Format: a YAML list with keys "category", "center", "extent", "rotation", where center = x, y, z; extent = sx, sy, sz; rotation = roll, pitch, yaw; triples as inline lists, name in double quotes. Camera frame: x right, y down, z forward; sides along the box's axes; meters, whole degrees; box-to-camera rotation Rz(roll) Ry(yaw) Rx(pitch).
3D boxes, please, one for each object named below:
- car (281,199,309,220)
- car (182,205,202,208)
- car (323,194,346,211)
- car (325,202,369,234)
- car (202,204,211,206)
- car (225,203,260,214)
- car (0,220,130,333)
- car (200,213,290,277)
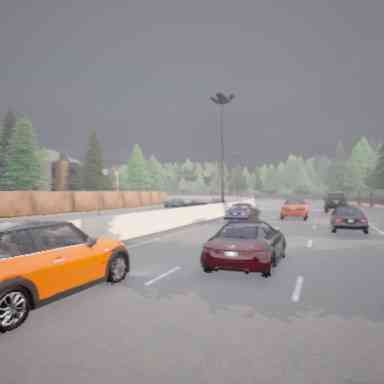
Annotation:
- category: "car"
  center: [8.822, 1.355, 28.322]
  extent: [2.097, 1.767, 4.553]
  rotation: [0, 0, 22]
- category: "car"
  center: [0.436, 1.708, 46.333]
  extent: [1.895, 1.301, 4.718]
  rotation: [0, 0, 18]
- category: "car"
  center: [15.688, 1.192, 36.567]
  extent: [2.150, 2.045, 5.566]
  rotation: [0, 0, 20]
- category: "car"
  center: [9.003, 1.528, 19.269]
  extent: [2.033, 1.411, 5.357]
  rotation: [0, 0, 22]
- category: "car"
  center: [3.187, 1.587, 43.644]
  extent: [1.837, 1.490, 4.892]
  rotation: [0, -1, 19]
- category: "car"
  center: [3.908, 1.579, 25.416]
  extent: [2.033, 1.411, 5.357]
  rotation: [0, 0, 22]
- category: "car"
  center: [-3.276, 1.394, 7.278]
  extent: [2.097, 1.767, 4.553]
  rotation: [0, 0, 22]
- category: "car"
  center: [1.761, 1.576, 10.483]
  extent: [1.994, 1.385, 4.181]
  rotation: [0, 0, 22]
